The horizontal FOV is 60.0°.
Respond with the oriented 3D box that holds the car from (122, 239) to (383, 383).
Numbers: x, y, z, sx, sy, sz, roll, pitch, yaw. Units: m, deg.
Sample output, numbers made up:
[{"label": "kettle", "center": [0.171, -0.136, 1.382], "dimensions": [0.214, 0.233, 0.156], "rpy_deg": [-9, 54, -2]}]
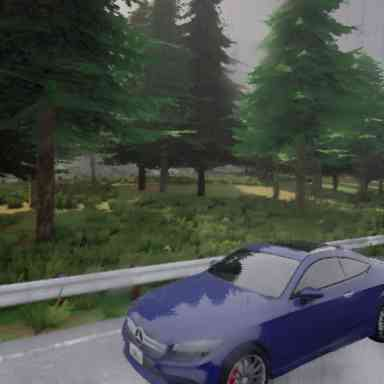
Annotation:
[{"label": "car", "center": [1.323, 1.495, 4.904], "dimensions": [4.674, 1.442, 1.812], "rpy_deg": [0, 1, -34]}]
